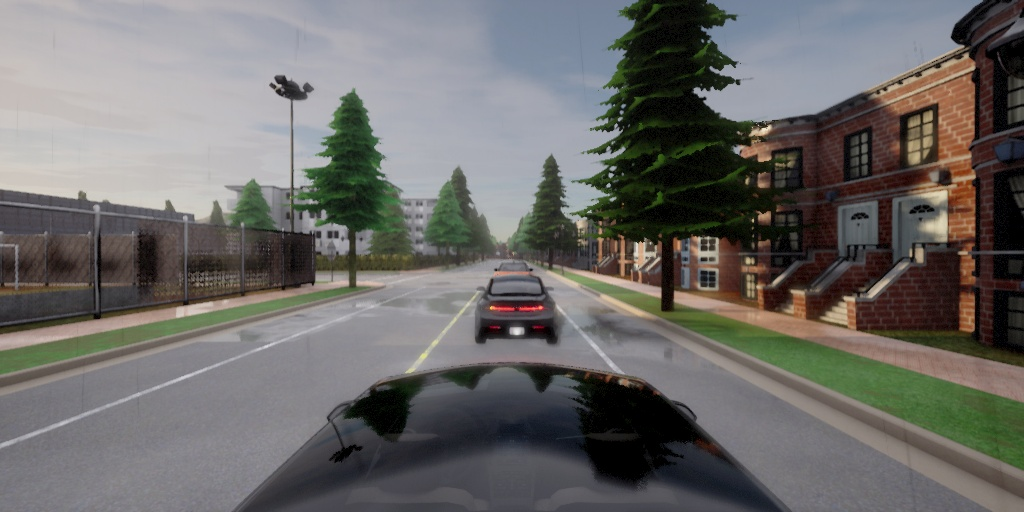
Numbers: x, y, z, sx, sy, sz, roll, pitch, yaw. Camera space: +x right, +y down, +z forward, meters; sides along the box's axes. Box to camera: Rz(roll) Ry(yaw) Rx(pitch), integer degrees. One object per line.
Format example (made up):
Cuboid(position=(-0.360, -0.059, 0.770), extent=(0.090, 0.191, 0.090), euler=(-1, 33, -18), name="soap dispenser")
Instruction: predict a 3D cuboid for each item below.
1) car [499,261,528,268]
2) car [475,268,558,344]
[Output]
Cuboid(position=(0.082, 1.061, 19.294), extent=(2.097, 1.767, 4.553), euler=(0, 0, 0), name="car")
Cuboid(position=(0.092, 1.237, 9.531), extent=(1.837, 1.490, 4.892), euler=(0, 0, 0), name="car")
